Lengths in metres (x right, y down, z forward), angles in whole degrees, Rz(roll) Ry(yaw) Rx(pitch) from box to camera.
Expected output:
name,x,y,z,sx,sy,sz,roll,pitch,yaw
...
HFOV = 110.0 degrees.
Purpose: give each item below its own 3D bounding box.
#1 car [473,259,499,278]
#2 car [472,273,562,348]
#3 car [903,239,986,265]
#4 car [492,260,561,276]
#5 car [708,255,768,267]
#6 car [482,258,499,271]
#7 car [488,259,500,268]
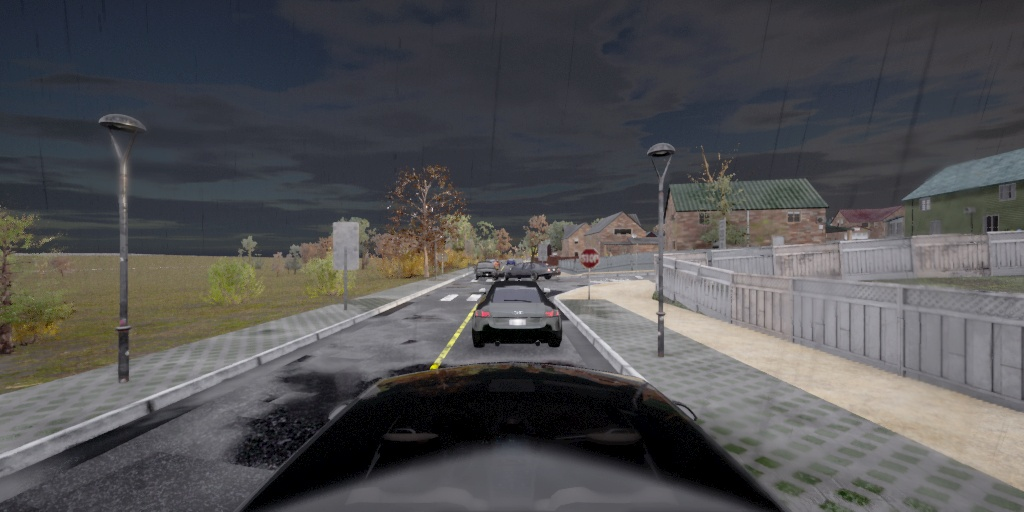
name,x,y,z,sx,sy,sz,roll,pitch,yaw
car,-2.334,1.258,31.201,1.837,1.490,4.892,0,0,-8
car,0.081,1.313,9.282,1.994,1.385,4.181,0,0,-1
car,23.836,-0.208,20.318,4.902,1.511,2.128,-3,0,14
car,1.262,1.198,28.300,5.357,1.411,2.033,-4,-3,43
car,14.329,0.413,22.714,4.181,1.385,1.994,-3,0,16
car,-2.986,1.121,51.017,2.097,1.767,4.553,0,0,0
car,-3.000,1.256,61.054,1.882,1.535,5.008,0,0,0
